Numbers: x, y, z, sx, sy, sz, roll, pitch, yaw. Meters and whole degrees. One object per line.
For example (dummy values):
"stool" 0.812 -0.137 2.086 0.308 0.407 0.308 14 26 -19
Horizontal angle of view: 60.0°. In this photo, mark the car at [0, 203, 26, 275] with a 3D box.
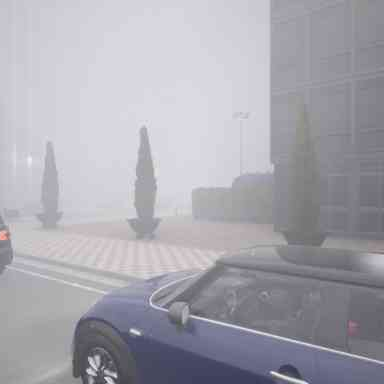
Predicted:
"car" -7.056 1.222 9.004 5.566 2.045 2.150 0 0 36

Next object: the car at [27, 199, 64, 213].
"car" -16.814 1.491 37.206 2.128 1.511 4.902 0 0 35

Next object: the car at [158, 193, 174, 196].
"car" -5.029 1.221 54.024 2.150 2.045 5.566 0 0 35

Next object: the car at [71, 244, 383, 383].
"car" 0.807 1.352 3.418 4.553 1.767 2.097 0 0 36

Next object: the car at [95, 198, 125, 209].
"car" -11.115 1.564 45.343 1.994 1.385 4.181 0 0 35

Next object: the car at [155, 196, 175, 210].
"car" -4.462 1.564 42.298 1.994 1.385 4.181 0 0 35
